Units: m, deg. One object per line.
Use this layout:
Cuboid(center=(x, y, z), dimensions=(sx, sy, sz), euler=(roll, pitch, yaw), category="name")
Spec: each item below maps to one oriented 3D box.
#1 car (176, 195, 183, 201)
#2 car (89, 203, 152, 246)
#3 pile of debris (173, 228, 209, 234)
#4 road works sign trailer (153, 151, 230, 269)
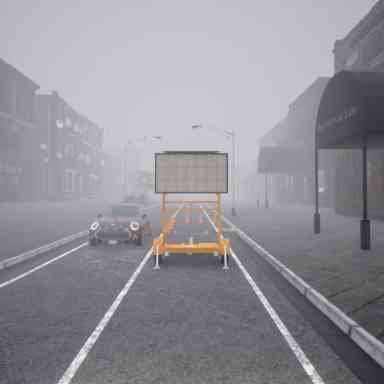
Cuboid(center=(-3.273, 1.571, 90.584), dimensions=(2.033, 1.411, 5.357), euler=(0, 0, 0), category="car")
Cuboid(center=(-3.043, 1.319, 14.969), dimensions=(2.097, 1.767, 4.553), euler=(0, 0, 0), category="car")
Cuboid(center=(-0.052, 2.124, 18.090), dimensions=(1.860, 0.140, 1.500), euler=(0, 0, 0), category="pile of debris")
Cuboid(center=(-0.018, 0.443, 11.091), dimensions=(2.380, 3.560, 2.880), euler=(0, 0, 0), category="road works sign trailer")
